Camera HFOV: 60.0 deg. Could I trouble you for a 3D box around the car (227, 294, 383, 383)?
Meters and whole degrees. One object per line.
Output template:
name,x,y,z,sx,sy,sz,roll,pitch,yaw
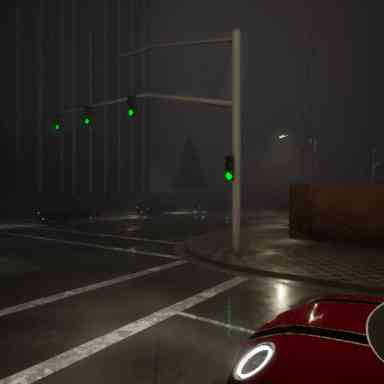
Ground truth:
car,2.471,1.352,2.195,4.553,1.767,2.097,0,0,36

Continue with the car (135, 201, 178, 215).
car,-3.524,1.601,33.593,1.895,1.301,4.718,0,0,35

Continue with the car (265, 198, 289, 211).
car,10.758,1.491,41.319,2.128,1.511,4.902,0,0,36

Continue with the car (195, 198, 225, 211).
car,2.318,1.491,41.805,2.128,1.511,4.902,0,0,36

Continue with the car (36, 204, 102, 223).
car,-9.303,1.601,25.436,1.895,1.301,4.718,0,0,35
